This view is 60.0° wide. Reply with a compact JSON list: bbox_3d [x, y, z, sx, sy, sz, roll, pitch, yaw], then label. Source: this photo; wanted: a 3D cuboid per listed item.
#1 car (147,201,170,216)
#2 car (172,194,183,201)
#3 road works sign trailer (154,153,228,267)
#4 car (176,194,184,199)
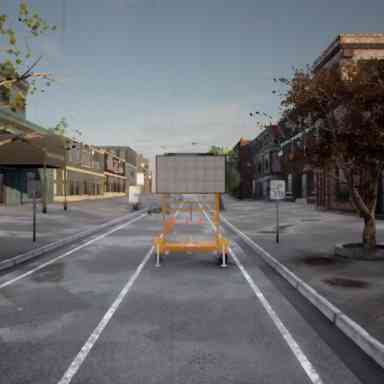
[{"bbox_3d":[-3.210,1.567,32.883,1.994,1.385,4.181,0,0,0],"label":"car"},{"bbox_3d":[-3.251,1.296,74.114,2.128,1.511,4.902,0,1,0],"label":"car"},{"bbox_3d":[-0.037,0.465,11.431,2.380,3.560,2.880,0,0,0],"label":"road works sign trailer"},{"bbox_3d":[-3.310,1.211,91.390,1.895,1.301,4.718,0,1,0],"label":"car"}]
